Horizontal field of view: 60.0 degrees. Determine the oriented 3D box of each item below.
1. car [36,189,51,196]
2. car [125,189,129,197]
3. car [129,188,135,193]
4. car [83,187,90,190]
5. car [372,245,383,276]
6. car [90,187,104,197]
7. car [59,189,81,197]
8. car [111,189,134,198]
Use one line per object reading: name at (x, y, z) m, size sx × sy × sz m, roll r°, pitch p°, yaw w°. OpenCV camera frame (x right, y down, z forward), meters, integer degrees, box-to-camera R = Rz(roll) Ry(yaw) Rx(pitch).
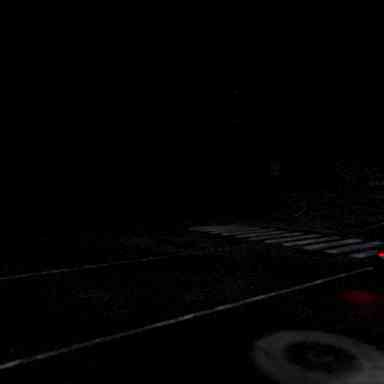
car at (-34.451, 0.114, 80.763) m, size 2.097 × 1.535 × 5.008 m, roll 0°, pitch 3°, yaw 19°
car at (-10.985, 0.075, 62.495) m, size 2.185 × 1.767 × 4.553 m, roll -2°, pitch 2°, yaw 16°
car at (-8.591, -0.094, 60.781) m, size 2.435 × 2.045 × 5.566 m, roll -2°, pitch 2°, yaw 16°
car at (-20.459, 0.307, 69.683) m, size 2.163 × 1.488 × 4.792 m, roll -1°, pitch 2°, yaw 17°
car at (6.806, 1.512, 8.632) m, size 5.357 × 1.411 × 2.033 m, roll 0°, pitch 0°, yaw -35°
car at (-18.089, 0.146, 67.926) m, size 2.185 × 1.767 × 4.553 m, roll -1°, pitch 2°, yaw 17°
car at (-27.488, 0.222, 75.201) m, size 2.097 × 1.535 × 5.008 m, roll 0°, pitch 3°, yaw 18°
car at (-13.395, 0.238, 64.126) m, size 1.946 × 1.575 × 5.366 m, roll -1°, pitch 2°, yaw 17°
